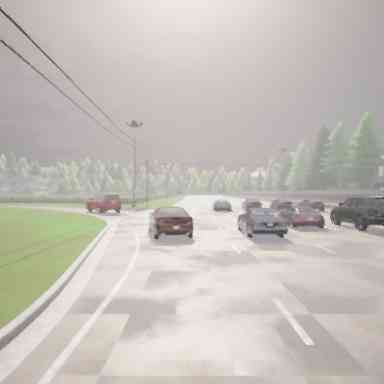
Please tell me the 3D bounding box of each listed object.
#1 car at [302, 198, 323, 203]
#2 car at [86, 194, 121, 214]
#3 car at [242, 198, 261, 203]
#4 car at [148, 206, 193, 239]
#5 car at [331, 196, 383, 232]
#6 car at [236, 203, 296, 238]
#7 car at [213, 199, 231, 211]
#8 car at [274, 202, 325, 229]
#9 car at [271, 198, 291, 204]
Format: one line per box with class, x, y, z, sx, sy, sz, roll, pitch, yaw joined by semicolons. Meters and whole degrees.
car;14.098;1.523;39.426;1.837;1.490;4.892;0;0;0
car;-9.686;1.239;36.384;2.150;2.045;5.566;1;0;-37
car;7.098;1.523;39.452;1.837;1.490;4.892;0;0;0
car;-1.228;1.483;17.676;1.882;1.535;5.008;0;0;-12
car;10.601;1.231;20.489;2.150;2.045;5.566;0;0;0
car;3.599;1.553;17.806;2.033;1.411;5.357;0;0;0
car;3.598;1.583;40.189;1.994;1.385;4.181;0;0;0
car;7.099;1.572;21.928;1.994;1.385;4.181;0;0;0
car;10.598;1.523;39.428;1.837;1.490;4.892;0;0;0
